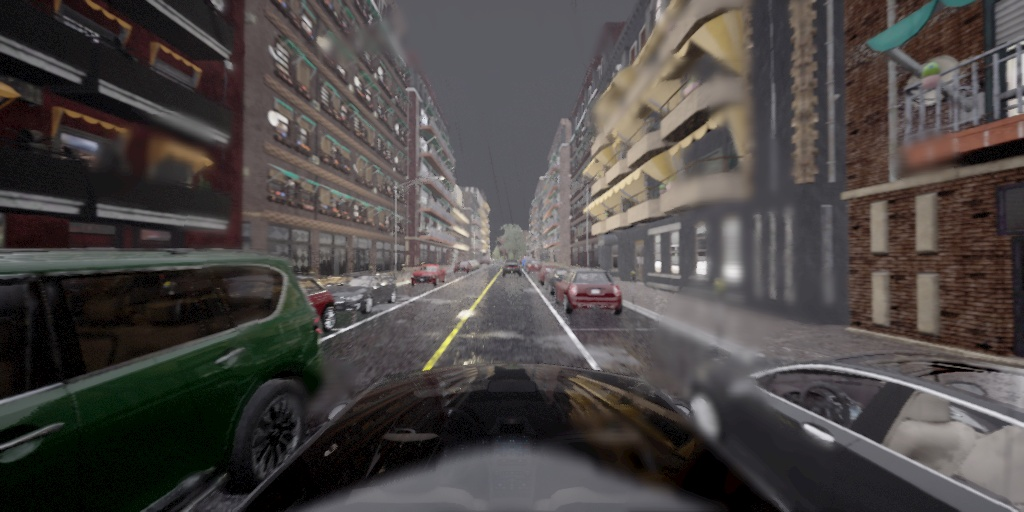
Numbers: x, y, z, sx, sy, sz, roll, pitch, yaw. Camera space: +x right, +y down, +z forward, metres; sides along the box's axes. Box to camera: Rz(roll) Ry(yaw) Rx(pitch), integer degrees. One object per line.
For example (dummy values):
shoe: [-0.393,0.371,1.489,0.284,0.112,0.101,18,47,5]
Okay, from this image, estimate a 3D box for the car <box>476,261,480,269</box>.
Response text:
car: [-5.697,1.223,47.379,1.751,1.417,4.829,0,0,0]

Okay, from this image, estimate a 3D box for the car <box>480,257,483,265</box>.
car: [-5.698,1.218,53.040,1.751,1.417,4.829,0,0,0]

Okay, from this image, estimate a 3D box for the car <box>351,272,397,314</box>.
car: [-5.692,1.286,13.579,2.007,1.370,4.403,0,0,0]

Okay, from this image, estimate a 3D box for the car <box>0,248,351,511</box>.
car: [-3.084,0.970,1.598,2.150,2.045,5.566,0,0,0]

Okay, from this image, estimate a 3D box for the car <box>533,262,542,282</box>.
car: [2.687,1.305,24.863,1.802,1.307,4.207,0,0,0]

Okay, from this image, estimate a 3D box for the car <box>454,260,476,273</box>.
car: [-5.696,1.249,41.888,1.888,1.381,4.507,0,0,0]

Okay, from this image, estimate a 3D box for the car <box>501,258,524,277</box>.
car: [-0.005,1.216,35.502,1.837,1.490,4.892,0,0,0]

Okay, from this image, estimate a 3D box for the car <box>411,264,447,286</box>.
car: [-5.694,1.268,24.903,1.888,1.381,4.507,0,0,0]

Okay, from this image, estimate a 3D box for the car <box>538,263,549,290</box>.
car: [2.689,1.280,19.201,2.007,1.370,4.403,0,0,0]

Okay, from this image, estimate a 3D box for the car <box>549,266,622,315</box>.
car: [2.689,1.175,13.539,1.967,1.591,4.097,0,0,0]

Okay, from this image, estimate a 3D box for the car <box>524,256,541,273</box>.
car: [2.685,1.144,41.849,1.967,1.591,4.097,0,0,0]

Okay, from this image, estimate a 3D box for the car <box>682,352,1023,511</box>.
car: [2.691,1.300,2.217,2.007,1.370,4.403,0,0,0]

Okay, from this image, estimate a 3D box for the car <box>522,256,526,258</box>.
car: [2.684,1.138,47.510,1.967,1.591,4.097,0,0,0]
